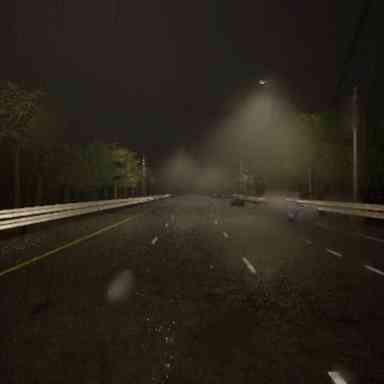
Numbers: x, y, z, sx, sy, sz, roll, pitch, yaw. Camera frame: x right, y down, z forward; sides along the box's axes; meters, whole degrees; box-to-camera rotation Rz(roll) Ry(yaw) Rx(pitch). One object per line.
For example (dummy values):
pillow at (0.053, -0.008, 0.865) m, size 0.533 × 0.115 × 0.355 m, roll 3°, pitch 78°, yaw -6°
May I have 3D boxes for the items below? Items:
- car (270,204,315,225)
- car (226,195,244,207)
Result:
car at (7.028, 1.550, 23.772) m, size 2.033 × 1.411 × 5.357 m, roll 0°, pitch 0°, yaw 0°
car at (7.085, 1.568, 52.935) m, size 1.994 × 1.385 × 4.181 m, roll 0°, pitch 0°, yaw 0°
